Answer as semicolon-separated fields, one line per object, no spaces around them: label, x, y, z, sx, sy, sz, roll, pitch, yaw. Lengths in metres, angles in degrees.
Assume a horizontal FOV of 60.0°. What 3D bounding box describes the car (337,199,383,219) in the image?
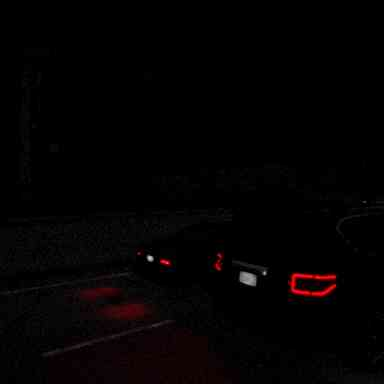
car;14.557;1.361;28.425;5.357;1.411;2.033;-1;0;-43

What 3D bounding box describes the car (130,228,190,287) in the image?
car;1.109;1.508;8.834;5.357;1.411;2.033;0;0;-35

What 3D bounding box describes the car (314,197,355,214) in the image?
car;14.274;1.289;33.103;2.128;1.511;4.902;0;0;45

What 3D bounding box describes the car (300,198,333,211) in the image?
car;14.379;1.378;38.213;1.895;1.301;4.718;0;0;42

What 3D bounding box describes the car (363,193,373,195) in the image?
car;36.181;0.990;68.305;1.882;1.535;5.008;0;0;18

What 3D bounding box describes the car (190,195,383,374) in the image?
car;2.899;1.184;5.813;5.566;2.045;2.150;0;0;-35
